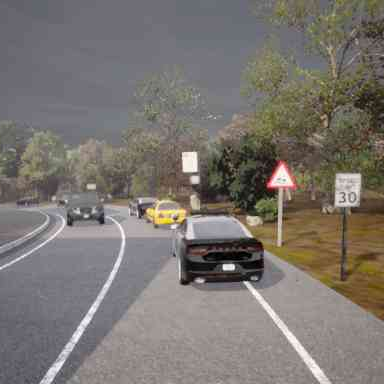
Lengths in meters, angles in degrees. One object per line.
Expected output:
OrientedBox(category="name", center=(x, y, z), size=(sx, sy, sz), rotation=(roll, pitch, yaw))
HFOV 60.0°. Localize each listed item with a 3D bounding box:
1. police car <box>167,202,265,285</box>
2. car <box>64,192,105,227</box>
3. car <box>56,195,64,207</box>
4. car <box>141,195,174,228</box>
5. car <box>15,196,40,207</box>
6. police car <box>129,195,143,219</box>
OrientedBox(category="police car", center=(0.460, 1.301, 9.409), size=(1.930, 1.638, 5.238), rotation=(-1, 1, -7))
OrientedBox(category="car", center=(-7.025, 1.032, 21.810), size=(2.150, 2.045, 5.566), rotation=(-2, 1, -20))
OrientedBox(category="car", center=(-16.493, 1.052, 44.549), size=(2.097, 1.767, 4.553), rotation=(-5, 3, -42))
OrientedBox(category="car", center=(-1.613, 1.167, 19.726), size=(1.801, 1.575, 5.366), rotation=(-2, 1, -16))
OrientedBox(category="car", center=(-26.714, 1.485, 53.801), size=(5.008, 1.535, 1.882), rotation=(-2, 3, 34))
OrientedBox(category="police car", center=(-3.604, 1.060, 25.589), size=(1.930, 1.638, 5.238), rotation=(-2, 1, -21))
